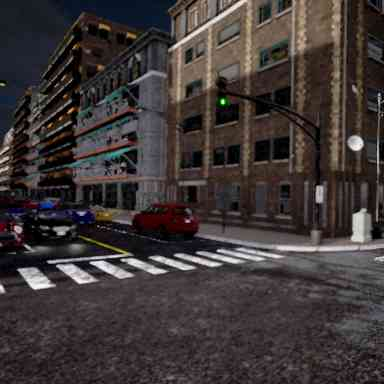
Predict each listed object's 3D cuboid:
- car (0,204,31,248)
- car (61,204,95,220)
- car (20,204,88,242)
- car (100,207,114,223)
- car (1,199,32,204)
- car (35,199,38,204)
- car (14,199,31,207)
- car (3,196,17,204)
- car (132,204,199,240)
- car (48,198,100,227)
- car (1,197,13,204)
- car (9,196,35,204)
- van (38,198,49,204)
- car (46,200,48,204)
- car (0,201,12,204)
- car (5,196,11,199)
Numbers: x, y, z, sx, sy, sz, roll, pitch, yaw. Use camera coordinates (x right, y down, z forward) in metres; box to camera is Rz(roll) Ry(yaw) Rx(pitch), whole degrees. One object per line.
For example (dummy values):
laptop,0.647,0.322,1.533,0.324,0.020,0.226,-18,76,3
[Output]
car,-8.426,1.469,14.130,1.967,1.590,4.097,2,-1,-35
car,-11.232,1.865,32.542,1.947,1.339,4.313,2,-1,-35
car,-7.295,1.600,17.011,2.128,1.511,4.902,2,-1,-35
car,-8.119,1.818,28.160,1.752,1.417,4.829,2,-1,-35
car,-15.143,1.653,28.062,1.812,1.442,4.674,2,-1,-35
car,-24.074,1.786,50.628,1.967,1.590,4.097,2,-1,-35
car,-30.499,1.928,59.668,2.008,1.369,4.403,2,-1,-35
car,-40.130,1.745,73.235,2.192,1.841,5.009,2,-1,-35
car,-1.592,1.593,18.981,2.192,1.841,5.009,2,-1,-35
car,-8.772,1.560,24.449,2.097,1.767,4.553,2,-1,-35
car,-43.346,2.001,77.752,2.008,1.369,4.403,2,-1,-35
car,-22.379,1.727,43.603,1.882,1.535,5.008,2,-1,-35
van,-17.651,1.660,41.589,1.690,1.788,3.998,2,-1,-35
car,-14.443,1.853,37.064,1.887,1.381,4.507,2,-1,-35
car,-11.636,1.476,18.651,1.967,1.590,4.097,2,-1,-35
car,-36.922,1.956,68.710,1.887,1.381,4.507,2,-1,-35
